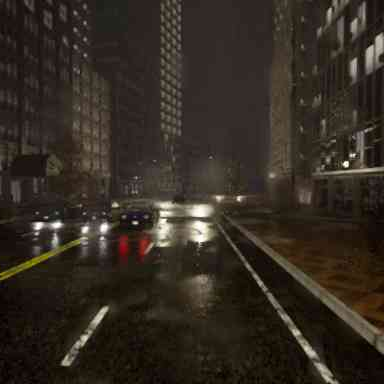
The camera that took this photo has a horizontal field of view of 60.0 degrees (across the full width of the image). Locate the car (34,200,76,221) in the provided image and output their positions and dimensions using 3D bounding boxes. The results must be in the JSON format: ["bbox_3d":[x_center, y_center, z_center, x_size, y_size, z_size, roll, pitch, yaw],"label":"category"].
[{"bbox_3d":[-9.752,1.306,24.963,2.033,1.411,5.357,0,1,0],"label":"car"}]

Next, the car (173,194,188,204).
[{"bbox_3d":[-1.782,0.991,52.336,1.882,1.535,5.008,0,0,6],"label":"car"}]

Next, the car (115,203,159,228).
[{"bbox_3d":[-3.136,1.397,20.663,1.895,1.301,4.718,0,1,0],"label":"car"}]

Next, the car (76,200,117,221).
[{"bbox_3d":[-6.503,1.306,24.804,2.033,1.411,5.357,0,1,1],"label":"car"}]
